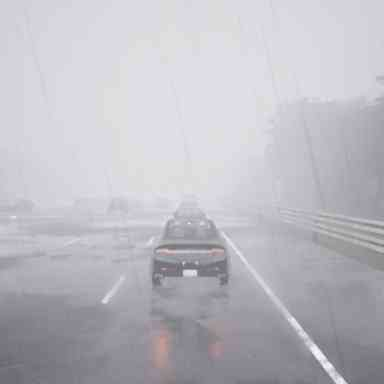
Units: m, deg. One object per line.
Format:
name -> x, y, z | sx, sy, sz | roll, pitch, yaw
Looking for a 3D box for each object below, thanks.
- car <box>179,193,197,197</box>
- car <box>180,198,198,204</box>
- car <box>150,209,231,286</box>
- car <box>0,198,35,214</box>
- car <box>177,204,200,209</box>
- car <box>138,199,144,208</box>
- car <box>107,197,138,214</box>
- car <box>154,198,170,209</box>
car -> -0.487, 1.122, 43.555 | 2.150, 2.045, 5.566 | 0, 0, -1
car -> -0.280, 1.480, 27.710 | 2.033, 1.411, 5.357 | 0, 0, -1
car -> -0.052, 1.466, 9.338 | 2.128, 1.511, 4.902 | 0, 0, 0
car -> -17.999, 1.393, 34.150 | 1.882, 1.535, 5.008 | 0, 0, -1
car -> -0.142, 1.554, 18.590 | 1.895, 1.301, 4.718 | 0, 0, -1
car -> -7.500, 1.497, 44.372 | 1.895, 1.301, 4.718 | 0, 0, -1
car -> -7.312, 1.268, 34.573 | 2.097, 1.767, 4.553 | 0, 0, -1
car -> -3.996, 1.445, 44.090 | 2.033, 1.411, 5.357 | 0, 0, -1
